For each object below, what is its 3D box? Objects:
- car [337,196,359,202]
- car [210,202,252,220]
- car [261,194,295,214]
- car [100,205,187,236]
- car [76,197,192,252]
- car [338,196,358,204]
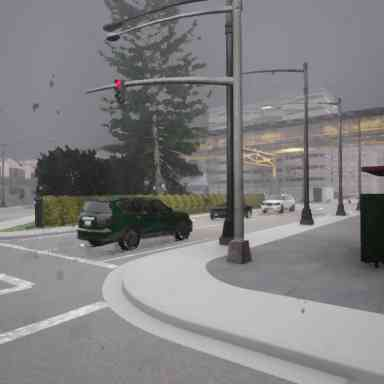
[{"bbox_3d":[31.951,1.364,68.006,4.536,1.218,1.853,0,0,-29],"label":"car"},{"bbox_3d":[3.393,1.534,28.497,1.882,1.535,5.008,-1,0,36],"label":"car"},{"bbox_3d":[9.696,1.280,37.161,2.150,2.045,5.566,-1,0,36],"label":"car"},{"bbox_3d":[-2.728,1.602,20.050,2.033,1.411,5.357,-1,0,36],"label":"car"},{"bbox_3d":[-2.263,1.238,14.425,2.150,2.045,5.566,-1,0,36],"label":"car"},{"bbox_3d":[31.907,1.521,67.979,4.974,1.542,2.038,0,0,-29],"label":"car"}]
